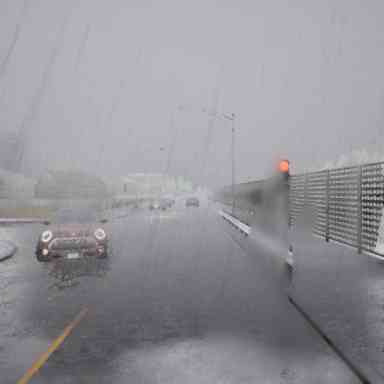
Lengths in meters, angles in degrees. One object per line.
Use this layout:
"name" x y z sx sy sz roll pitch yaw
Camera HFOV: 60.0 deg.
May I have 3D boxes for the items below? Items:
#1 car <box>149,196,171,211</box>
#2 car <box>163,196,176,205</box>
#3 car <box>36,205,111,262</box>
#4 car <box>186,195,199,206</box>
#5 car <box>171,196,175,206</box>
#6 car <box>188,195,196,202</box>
"car" -4.113 1.490 40.632 2.128 1.511 4.902 0 0 0
"car" -4.090 1.476 61.023 1.882 1.535 5.008 0 0 0
"car" -4.206 1.352 12.254 2.097 1.767 4.553 0 0 -16
"car" 0.082 1.491 53.497 2.128 1.511 4.902 0 0 0
"car" -4.113 1.563 50.570 1.994 1.385 4.181 0 0 0
"car" -0.031 1.476 77.771 1.882 1.535 5.008 0 0 0
